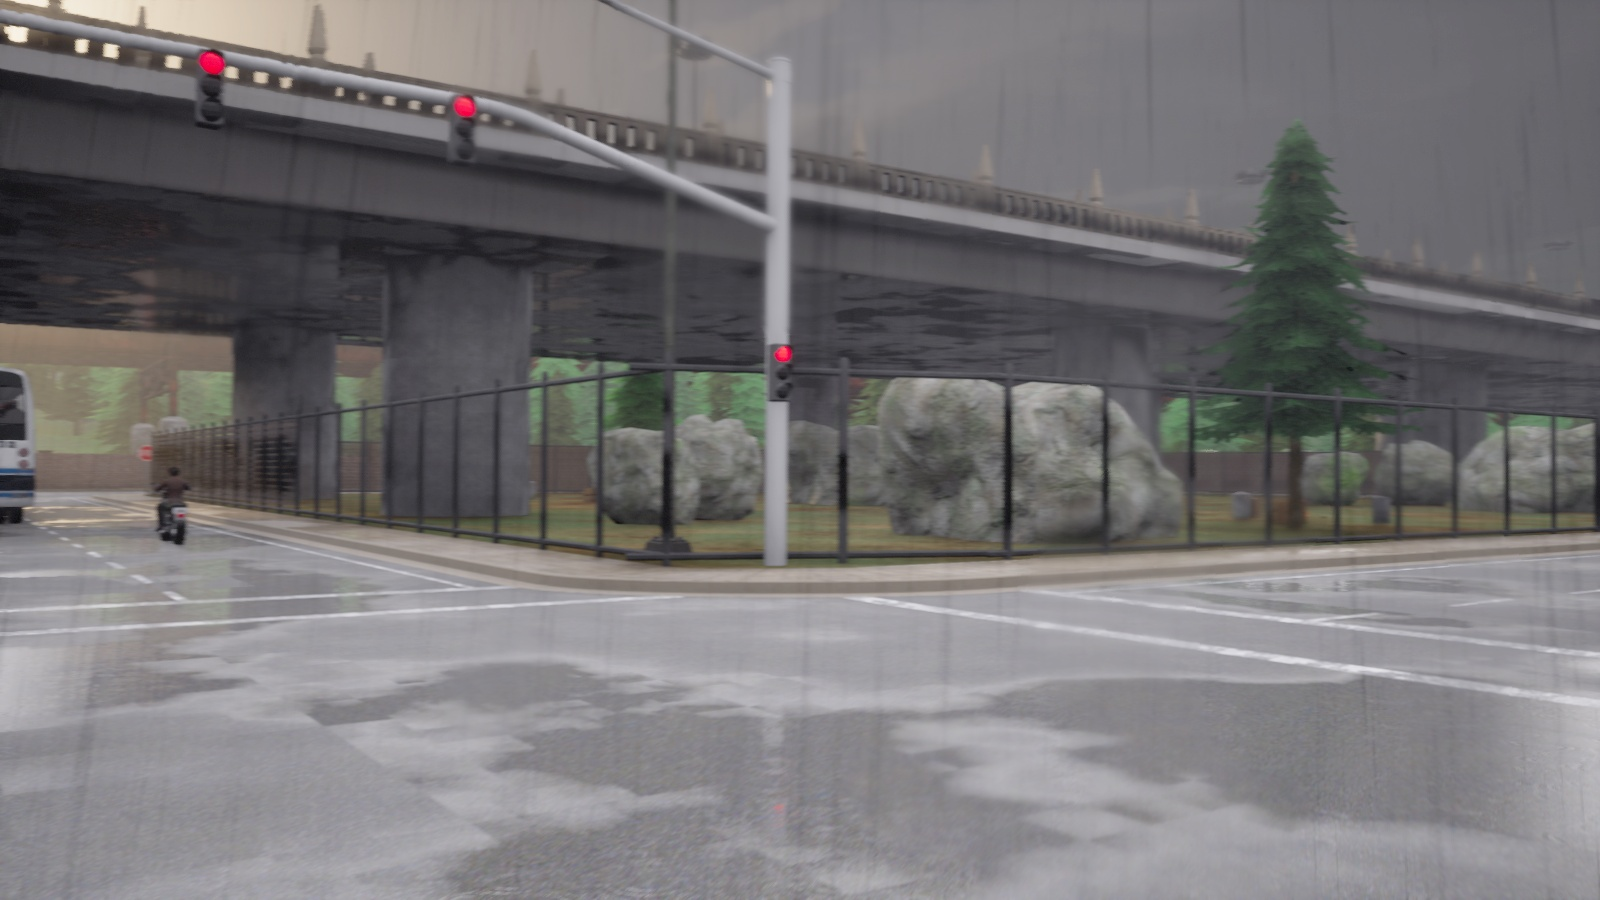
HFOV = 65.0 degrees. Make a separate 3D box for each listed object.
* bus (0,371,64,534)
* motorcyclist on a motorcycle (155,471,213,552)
[{"bbox_3d":[-24.338,0.135,36.864,3.944,4.253,10.273,1,-1,-35],"label":"bus"},{"bbox_3d":[-13.146,1.275,26.764,0.766,1.649,2.350,1,-1,-35],"label":"motorcyclist on a motorcycle"}]
